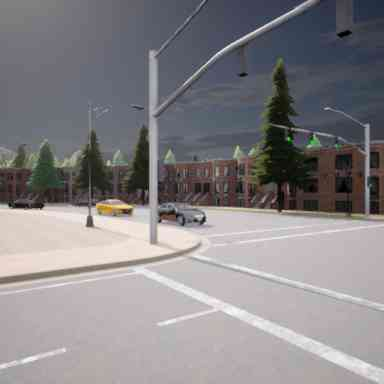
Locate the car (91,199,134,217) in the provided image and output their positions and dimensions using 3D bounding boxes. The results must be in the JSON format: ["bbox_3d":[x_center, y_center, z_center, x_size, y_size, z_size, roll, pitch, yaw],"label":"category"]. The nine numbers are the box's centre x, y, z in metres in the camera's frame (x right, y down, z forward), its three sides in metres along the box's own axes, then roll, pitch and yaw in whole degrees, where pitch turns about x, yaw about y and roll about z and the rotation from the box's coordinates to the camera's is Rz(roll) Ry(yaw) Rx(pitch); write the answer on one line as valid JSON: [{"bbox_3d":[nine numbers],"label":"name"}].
[{"bbox_3d":[-7.433,1.476,31.819,1.882,1.535,5.008,0,0,-41],"label":"car"}]

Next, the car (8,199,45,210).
[{"bbox_3d":[-21.015,1.600,42.382,4.718,1.301,1.895,0,0,25],"label":"car"}]

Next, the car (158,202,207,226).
[{"bbox_3d":[-0.957,1.490,23.353,2.128,1.511,4.902,0,0,-36],"label":"car"}]

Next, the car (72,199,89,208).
[{"bbox_3d":[-14.912,1.599,47.293,4.718,1.301,1.895,0,0,30],"label":"car"}]
